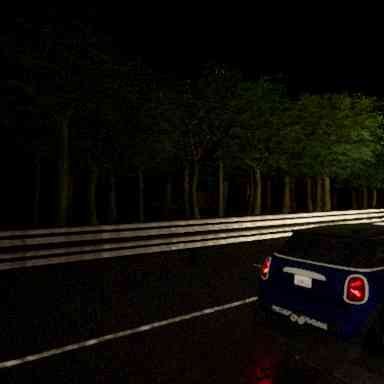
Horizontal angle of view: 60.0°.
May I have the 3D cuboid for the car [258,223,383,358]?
[{"bbox_3d":[3.402,1.379,6.293,4.553,1.767,2.097,0,0,-36],"label":"car"}]
